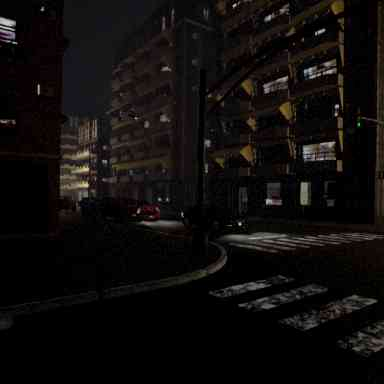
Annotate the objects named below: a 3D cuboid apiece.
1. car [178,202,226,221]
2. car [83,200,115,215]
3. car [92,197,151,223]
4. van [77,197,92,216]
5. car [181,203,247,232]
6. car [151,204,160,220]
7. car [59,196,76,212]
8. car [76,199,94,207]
[{"bbox_3d":[0.806,1.686,30.151,1.752,1.417,4.829,1,-1,-35],"label":"car"},{"bbox_3d":[-10.230,1.651,36.378,1.994,1.385,4.181,1,-1,-35],"label":"car"},{"bbox_3d":[-5.521,1.310,25.459,2.192,1.841,5.009,1,-1,-35],"label":"car"},{"bbox_3d":[-8.745,1.355,30.008,1.690,1.788,3.998,1,-1,-35],"label":"van"},{"bbox_3d":[1.214,1.527,20.273,1.837,1.490,4.892,1,-1,-36],"label":"car"},{"bbox_3d":[-4.519,1.405,28.315,2.097,1.767,4.553,1,-1,-35],"label":"car"},{"bbox_3d":[-15.190,1.369,39.108,2.192,1.841,5.009,1,-1,-35],"label":"car"},{"bbox_3d":[-18.434,1.868,57.309,1.802,1.307,4.206,1,-1,-35],"label":"car"}]
